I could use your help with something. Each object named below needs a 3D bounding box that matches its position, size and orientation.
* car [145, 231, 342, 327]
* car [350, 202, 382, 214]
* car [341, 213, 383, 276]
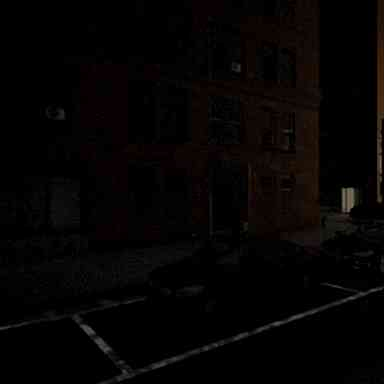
[{"bbox_3d":[1.075,1.584,6.953,4.206,1.307,1.802,0,0,-35],"label":"car"},{"bbox_3d":[14.241,1.423,24.510,1.882,1.535,5.008,1,0,-32],"label":"car"},{"bbox_3d":[5.701,1.554,10.253,4.403,1.369,2.008,0,0,-35],"label":"car"}]
